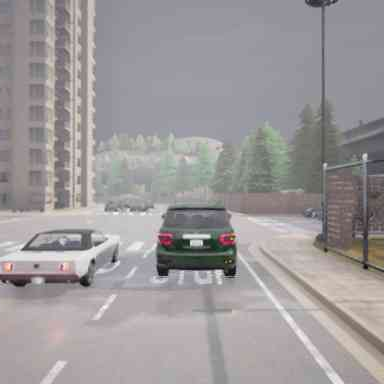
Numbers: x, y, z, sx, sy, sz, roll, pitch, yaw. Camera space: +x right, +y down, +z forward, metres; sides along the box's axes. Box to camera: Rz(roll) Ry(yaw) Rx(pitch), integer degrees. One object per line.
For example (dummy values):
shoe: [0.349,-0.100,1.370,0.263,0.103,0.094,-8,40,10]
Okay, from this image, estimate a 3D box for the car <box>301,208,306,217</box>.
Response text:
car: [12.986,1.705,32.275,4.553,1.767,2.097,0,-1,0]

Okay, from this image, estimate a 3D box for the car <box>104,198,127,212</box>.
car: [-10.552,1.920,45.203,1.837,1.490,4.892,0,-1,0]

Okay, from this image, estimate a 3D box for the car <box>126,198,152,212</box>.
car: [-7.056,1.764,44.824,2.097,1.767,4.553,0,-1,0]

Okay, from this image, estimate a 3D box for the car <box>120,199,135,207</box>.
car: [-12.632,2.145,65.167,2.033,1.411,5.357,0,-1,-21]

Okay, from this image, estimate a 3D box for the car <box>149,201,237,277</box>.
car: [0.144,1.324,10.704,2.150,2.045,5.566,0,0,1]

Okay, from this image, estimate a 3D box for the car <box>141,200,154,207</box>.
car: [-8.641,2.189,64.138,1.895,1.301,4.718,0,-1,-17]

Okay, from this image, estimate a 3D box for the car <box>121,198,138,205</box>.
car: [-14.045,2.176,74.379,1.837,1.490,4.892,0,-1,-37]

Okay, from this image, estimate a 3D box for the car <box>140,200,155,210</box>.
car: [-7.194,2.046,54.296,2.033,1.411,5.357,0,-1,-2]

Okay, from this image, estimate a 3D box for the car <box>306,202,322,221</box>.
car: [12.942,1.813,28.775,4.902,1.511,2.128,0,-1,0]

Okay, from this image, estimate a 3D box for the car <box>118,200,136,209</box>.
car: [-10.681,2.052,54.941,2.033,1.411,5.357,0,-1,-3]

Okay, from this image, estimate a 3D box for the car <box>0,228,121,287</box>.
car: [-3.390,1.689,9.558,1.895,1.301,4.718,0,-1,0]
